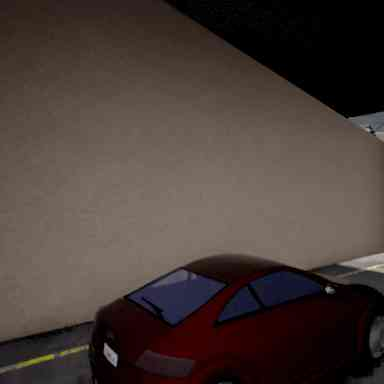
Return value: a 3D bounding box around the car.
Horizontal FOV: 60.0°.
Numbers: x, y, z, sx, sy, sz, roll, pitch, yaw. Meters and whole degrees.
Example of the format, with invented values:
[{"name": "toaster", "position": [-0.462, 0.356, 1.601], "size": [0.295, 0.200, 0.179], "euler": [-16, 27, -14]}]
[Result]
[{"name": "car", "position": [0.841, 1.547, 4.415], "size": [4.181, 1.385, 1.994], "euler": [0, 0, -35]}]
